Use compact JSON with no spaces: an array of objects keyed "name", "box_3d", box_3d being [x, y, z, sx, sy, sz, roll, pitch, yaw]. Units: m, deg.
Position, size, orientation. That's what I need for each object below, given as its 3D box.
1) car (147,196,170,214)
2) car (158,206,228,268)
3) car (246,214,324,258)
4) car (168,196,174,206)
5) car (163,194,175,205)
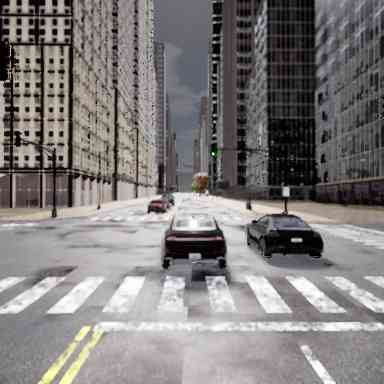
[{"name":"car","box_3d":[-3.881,1.540,37.155,1.882,1.535,5.008,0,0,-1]},{"name":"car","box_3d":[0.049,1.449,11.048,2.128,1.511,4.902,0,0,-1]},{"name":"car","box_3d":[3.288,1.525,12.541,1.994,1.385,4.181,0,-1,-1]},{"name":"car","box_3d":[-4.011,1.624,46.974,2.033,1.411,5.357,0,0,0]},{"name":"car","box_3d":[-4.148,1.310,57.687,2.150,2.045,5.566,0,0,-1]}]
